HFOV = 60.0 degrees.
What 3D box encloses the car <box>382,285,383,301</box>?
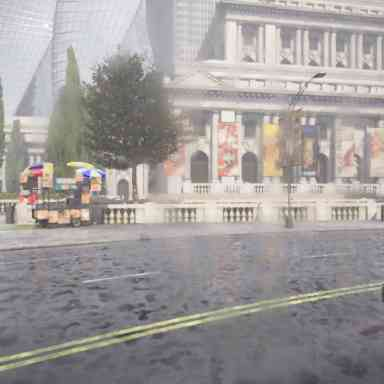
[{"bbox_3d":[5.604,1.561,6.082,4.181,1.385,1.994,0,0,-23],"label":"car"}]
